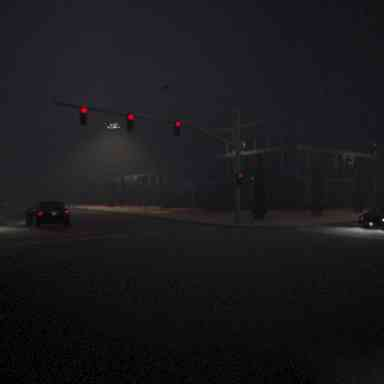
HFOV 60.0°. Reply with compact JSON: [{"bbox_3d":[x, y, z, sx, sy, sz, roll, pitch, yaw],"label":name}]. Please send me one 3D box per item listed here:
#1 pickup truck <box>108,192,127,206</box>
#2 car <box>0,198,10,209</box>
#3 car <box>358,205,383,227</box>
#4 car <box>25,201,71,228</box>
[{"bbox_3d":[-11.766,1.083,53.212,2.390,2.098,6.274,0,0,-6],"label":"pickup truck"},{"bbox_3d":[-25.315,1.481,43.751,1.882,1.535,5.008,0,0,-36],"label":"car"},{"bbox_3d":[13.166,1.576,21.969,5.357,1.411,2.033,0,0,-35],"label":"car"},{"bbox_3d":[-9.775,1.357,22.370,2.097,1.767,4.553,0,0,-35],"label":"car"}]
